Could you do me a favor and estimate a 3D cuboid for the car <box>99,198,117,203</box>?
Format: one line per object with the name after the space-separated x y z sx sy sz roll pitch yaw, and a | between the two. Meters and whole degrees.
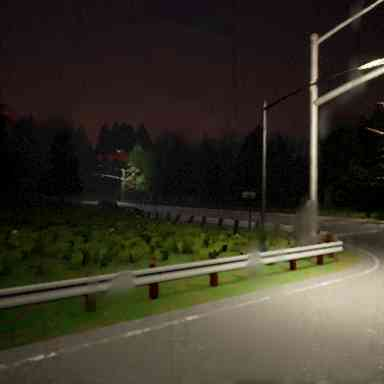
-13.255 1.680 52.388 1.812 1.442 4.674 1 -1 -34 | car
